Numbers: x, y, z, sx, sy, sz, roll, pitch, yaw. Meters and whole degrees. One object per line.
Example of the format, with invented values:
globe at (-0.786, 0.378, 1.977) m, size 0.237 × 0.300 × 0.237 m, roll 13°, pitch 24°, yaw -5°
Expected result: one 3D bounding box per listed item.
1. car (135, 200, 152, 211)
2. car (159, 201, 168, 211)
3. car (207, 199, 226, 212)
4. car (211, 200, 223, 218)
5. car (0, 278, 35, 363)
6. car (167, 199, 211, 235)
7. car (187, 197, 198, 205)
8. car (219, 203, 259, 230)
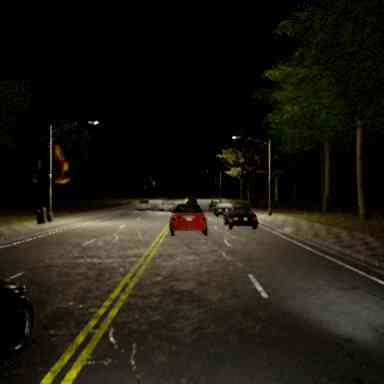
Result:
car at (-6.590, 1.844, 46.006) m, size 1.812 × 1.442 × 4.674 m, roll 0°, pitch 0°, yaw 0°
car at (-3.347, 1.911, 44.835) m, size 1.895 × 1.301 × 4.718 m, roll 0°, pitch 0°, yaw 0°
car at (3.252, 1.802, 44.671) m, size 2.128 × 1.511 × 4.902 m, roll 0°, pitch 0°, yaw 0°
car at (3.252, 1.786, 33.671) m, size 2.033 × 1.411 × 5.357 m, roll 0°, pitch 0°, yaw 0°
car at (-3.350, 1.592, 3.297) m, size 1.994 × 1.385 × 4.181 m, roll 0°, pitch 0°, yaw 0°
car at (-0.232, 1.503, 20.103) m, size 2.097 × 1.767 × 4.553 m, roll 0°, pitch 0°, yaw -2°
car at (0.103, 1.892, 68.657) m, size 2.033 × 1.411 × 5.357 m, roll 0°, pitch 0°, yaw 0°
car at (3.251, 1.715, 22.671) m, size 2.033 × 1.411 × 5.357 m, roll 0°, pitch 0°, yaw 0°
